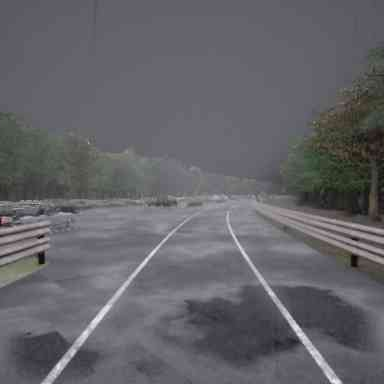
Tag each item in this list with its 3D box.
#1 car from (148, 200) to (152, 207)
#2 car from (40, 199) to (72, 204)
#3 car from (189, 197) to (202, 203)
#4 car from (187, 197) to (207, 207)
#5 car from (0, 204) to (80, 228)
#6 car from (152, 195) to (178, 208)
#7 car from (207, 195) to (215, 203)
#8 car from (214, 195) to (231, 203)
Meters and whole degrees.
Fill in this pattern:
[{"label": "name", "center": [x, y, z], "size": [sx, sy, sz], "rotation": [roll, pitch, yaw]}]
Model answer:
[{"label": "car", "center": [-6.119, 1.923, 59.078], "size": [1.895, 1.301, 4.718], "rotation": [0, 0, 15]}, {"label": "car", "center": [-13.144, 1.454, 32.953], "size": [2.097, 1.767, 4.553], "rotation": [0, -1, 15]}, {"label": "car", "center": [0.881, 2.019, 85.119], "size": [2.128, 1.511, 4.902], "rotation": [0, 0, 15]}, {"label": "car", "center": [0.639, 1.936, 57.260], "size": [1.895, 1.301, 4.718], "rotation": [0, 0, 15]}, {"label": "car", "center": [-9.226, 1.625, 20.582], "size": [1.895, 1.301, 4.718], "rotation": [0, 0, 15]}, {"label": "car", "center": [-4.031, 1.515, 53.372], "size": [2.150, 2.045, 5.566], "rotation": [0, 0, 15]}, {"label": "car", "center": [4.259, 2.041, 84.201], "size": [2.033, 1.411, 5.357], "rotation": [0, 0, 15]}, {"label": "car", "center": [7.648, 2.048, 83.329], "size": [2.033, 1.411, 5.357], "rotation": [0, 0, 15]}]
